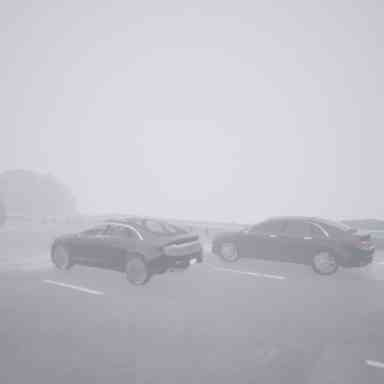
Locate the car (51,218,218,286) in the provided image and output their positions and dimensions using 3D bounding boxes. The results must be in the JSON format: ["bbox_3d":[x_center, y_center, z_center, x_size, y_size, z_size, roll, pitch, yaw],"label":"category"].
[{"bbox_3d":[-1.999,1.489,9.430,4.902,1.511,2.128,0,0,33],"label":"car"}]

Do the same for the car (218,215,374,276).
[{"bbox_3d":[2.887,1.491,10.369,4.892,1.490,1.837,0,0,35],"label":"car"}]

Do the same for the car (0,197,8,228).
[{"bbox_3d":[-13.841,1.236,20.633,5.566,2.045,2.150,0,0,29],"label":"car"}]
